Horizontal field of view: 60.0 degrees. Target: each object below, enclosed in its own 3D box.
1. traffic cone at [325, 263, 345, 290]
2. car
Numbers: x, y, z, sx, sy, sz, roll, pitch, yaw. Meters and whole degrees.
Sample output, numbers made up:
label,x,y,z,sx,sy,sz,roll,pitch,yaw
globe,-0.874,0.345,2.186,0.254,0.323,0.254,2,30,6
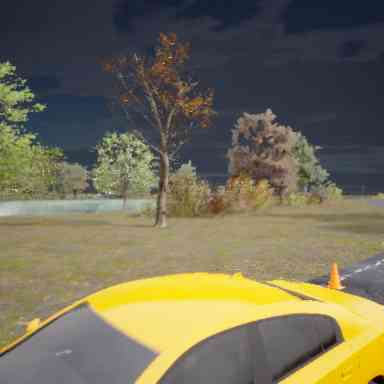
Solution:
label,x,y,z,sx,sy,sz,roll,pitch,yaw
traffic cone,3.474,2.028,8.086,0.340,0.580,0.340,1,-1,-42
car,-0.246,1.499,2.529,5.008,1.535,1.882,0,0,-37
